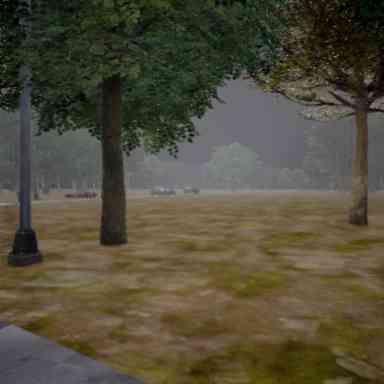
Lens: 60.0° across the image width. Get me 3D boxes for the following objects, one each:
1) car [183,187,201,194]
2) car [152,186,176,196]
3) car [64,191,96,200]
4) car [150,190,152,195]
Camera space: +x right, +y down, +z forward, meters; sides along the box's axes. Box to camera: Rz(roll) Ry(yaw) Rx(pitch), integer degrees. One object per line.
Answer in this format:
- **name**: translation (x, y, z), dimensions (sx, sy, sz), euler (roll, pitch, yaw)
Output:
- **car**: translation (0.037, -0.296, 70.264), dimensions (1.837, 1.490, 4.892), euler (-1, 0, 36)
- **car**: translation (-4.925, -0.040, 63.355), dimensions (1.812, 1.442, 4.674), euler (-1, 1, 37)
- **car**: translation (-17.197, 0.467, 51.181), dimensions (1.895, 1.301, 4.718), euler (-1, 1, 34)
- **car**: translation (-6.081, -0.268, 66.949), dimensions (2.150, 2.045, 5.566), euler (-1, 1, 36)
